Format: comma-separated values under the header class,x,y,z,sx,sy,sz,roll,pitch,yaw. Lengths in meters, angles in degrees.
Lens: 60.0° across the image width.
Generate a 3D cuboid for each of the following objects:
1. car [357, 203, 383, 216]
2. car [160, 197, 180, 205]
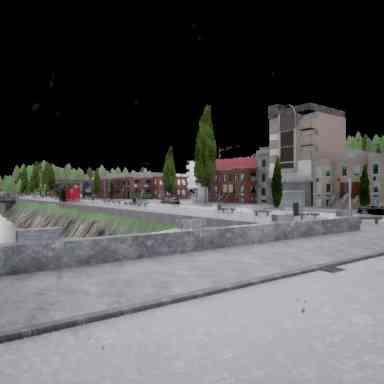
class,x,y,z,sx,sy,sz,roll,pitch,yaw
car,17.284,1.597,29.481,1.895,1.301,4.718,0,0,-32
car,-3.997,1.560,59.961,1.994,1.385,4.181,0,0,-35
